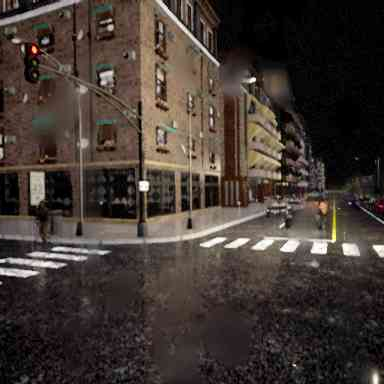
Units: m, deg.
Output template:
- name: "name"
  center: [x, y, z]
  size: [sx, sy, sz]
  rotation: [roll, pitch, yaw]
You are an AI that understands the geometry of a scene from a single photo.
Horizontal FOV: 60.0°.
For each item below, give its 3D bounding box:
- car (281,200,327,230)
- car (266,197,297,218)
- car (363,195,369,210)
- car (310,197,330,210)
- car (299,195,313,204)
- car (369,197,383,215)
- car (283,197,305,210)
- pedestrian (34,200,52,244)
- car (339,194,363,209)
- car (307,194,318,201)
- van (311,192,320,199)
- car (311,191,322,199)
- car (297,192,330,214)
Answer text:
- name: "car"
  center: [6.870, 1.409, 20.148]
  size: [1.994, 1.385, 4.181]
  rotation: [0, 0, 23]
- name: "car"
  center: [7.262, 1.368, 27.660]
  size: [2.008, 1.369, 4.403]
  rotation: [-1, 0, 23]
- name: "car"
  center: [19.457, 1.236, 34.842]
  size: [2.008, 1.369, 4.403]
  rotation: [-1, 0, 23]
- name: "car"
  center: [14.758, 1.281, 38.307]
  size: [1.994, 1.385, 4.181]
  rotation: [0, 0, 23]
- name: "car"
  center: [18.413, 1.166, 53.684]
  size: [1.752, 1.417, 4.829]
  rotation: [-1, 0, 23]
- name: "car"
  center: [17.213, 1.304, 29.606]
  size: [1.802, 1.307, 4.206]
  rotation: [-1, 0, 23]
- name: "car"
  center: [11.750, 1.295, 38.132]
  size: [2.008, 1.369, 4.403]
  rotation: [-1, 0, 23]
- name: "pedestrian"
  center: [-6.176, 1.220, 13.882]
  size: [0.375, 1.860, 0.375]
  rotation: [0, 1, 23]
- name: "car"
  center: [18.286, 1.248, 38.669]
  size: [1.994, 1.385, 4.181]
  rotation: [0, 0, 23]
- name: "car"
  center: [25.144, 1.067, 69.391]
  size: [1.752, 1.417, 4.829]
  rotation: [-1, 0, 23]
- name: "van"
  center: [29.695, 0.821, 80.020]
  size: [1.690, 1.788, 3.998]
  rotation: [-1, 0, 23]
- name: "car"
  center: [31.938, 0.765, 85.255]
  size: [2.192, 1.841, 5.009]
  rotation: [-1, 0, 23]
- name: "car"
  center: [10.746, 1.133, 29.147]
  size: [2.097, 1.767, 4.553]
  rotation: [0, 0, 23]
